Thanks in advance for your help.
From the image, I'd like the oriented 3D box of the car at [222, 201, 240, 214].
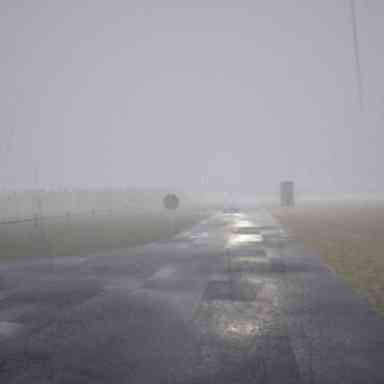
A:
[{"bbox_3d":[4.769,1.830,40.636,1.812,1.442,4.674,-2,0,10],"label":"car"}]
